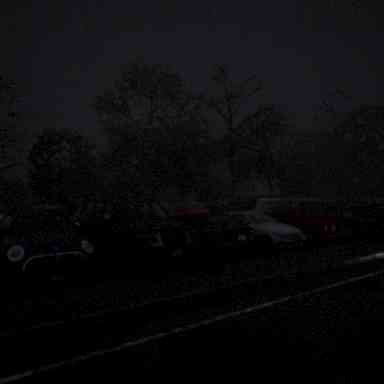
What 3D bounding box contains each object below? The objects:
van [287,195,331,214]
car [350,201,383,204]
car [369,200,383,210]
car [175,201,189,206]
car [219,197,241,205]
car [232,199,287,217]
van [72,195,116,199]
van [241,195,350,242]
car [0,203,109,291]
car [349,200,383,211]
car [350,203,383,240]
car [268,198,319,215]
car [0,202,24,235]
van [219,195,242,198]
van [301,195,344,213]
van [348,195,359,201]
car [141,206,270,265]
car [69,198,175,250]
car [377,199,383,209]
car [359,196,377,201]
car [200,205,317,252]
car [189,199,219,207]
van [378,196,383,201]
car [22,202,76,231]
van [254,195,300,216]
[{"bbox_3d":[13.098,1.306,37.486,1.878,1.987,4.442,1,0,-35],"label":"van"},{"bbox_3d":[11.583,1.527,20.459,2.163,1.488,4.792,0,0,-35],"label":"car"},{"bbox_3d":[28.828,1.917,48.828,2.002,1.452,4.674,1,-1,-35],"label":"car"},{"bbox_3d":[-2.745,1.484,26.346,2.097,1.535,5.008,0,0,-35],"label":"car"},{"bbox_3d":[1.871,1.494,29.631,2.231,1.521,4.892,0,0,-35],"label":"car"},{"bbox_3d":[6.490,1.500,32.699,1.946,1.575,5.366,0,0,-35],"label":"car"},{"bbox_3d":[-7.227,1.249,23.305,1.878,1.987,4.442,0,0,-35],"label":"van"},{"bbox_3d":[4.714,1.258,15.750,1.878,1.987,4.442,0,0,-35],"label":"van"},{"bbox_3d":[-4.280,1.342,9.244,2.185,1.767,4.553,0,0,-35],"label":"car"},{"bbox_3d":[24.420,1.821,45.684,2.002,1.452,4.674,1,-1,-35],"label":"car"},{"bbox_3d":[7.040,1.488,17.269,2.097,1.535,5.008,0,0,-35],"label":"car"},{"bbox_3d":[10.892,1.512,36.065,2.097,1.535,5.008,0,0,-35],"label":"car"},{"bbox_3d":[-11.565,1.464,19.848,1.946,1.575,5.366,0,0,-35],"label":"car"},{"bbox_3d":[4.057,1.272,31.338,1.878,1.987,4.442,0,0,-35],"label":"van"},{"bbox_3d":[15.328,1.358,39.359,1.878,1.987,4.442,1,-1,-35],"label":"van"},{"bbox_3d":[17.482,1.405,40.893,1.878,1.987,4.442,1,-1,-35],"label":"van"},{"bbox_3d":[0.241,1.504,12.460,2.163,1.488,4.792,0,0,-35],"label":"car"},{"bbox_3d":[-3.381,1.345,15.295,4.553,1.767,2.097,0,0,-35],"label":"car"},{"bbox_3d":[31.191,1.928,50.500,2.097,1.535,5.008,1,-1,-35],"label":"car"},{"bbox_3d":[19.824,1.429,42.381,2.435,2.045,5.566,1,-1,-35],"label":"car"},{"bbox_3d":[2.518,1.519,14.047,2.002,1.452,4.674,0,0,-35],"label":"car"},{"bbox_3d":[-0.386,1.488,28.025,2.097,1.535,5.008,0,0,-35],"label":"car"},{"bbox_3d":[16.159,1.281,23.609,1.878,1.987,4.442,0,0,-35],"label":"van"},{"bbox_3d":[-9.414,1.471,21.598,2.231,1.521,4.892,0,0,-35],"label":"car"},{"bbox_3d":[8.706,1.282,34.359,1.878,1.987,4.442,0,0,-35],"label":"van"}]
